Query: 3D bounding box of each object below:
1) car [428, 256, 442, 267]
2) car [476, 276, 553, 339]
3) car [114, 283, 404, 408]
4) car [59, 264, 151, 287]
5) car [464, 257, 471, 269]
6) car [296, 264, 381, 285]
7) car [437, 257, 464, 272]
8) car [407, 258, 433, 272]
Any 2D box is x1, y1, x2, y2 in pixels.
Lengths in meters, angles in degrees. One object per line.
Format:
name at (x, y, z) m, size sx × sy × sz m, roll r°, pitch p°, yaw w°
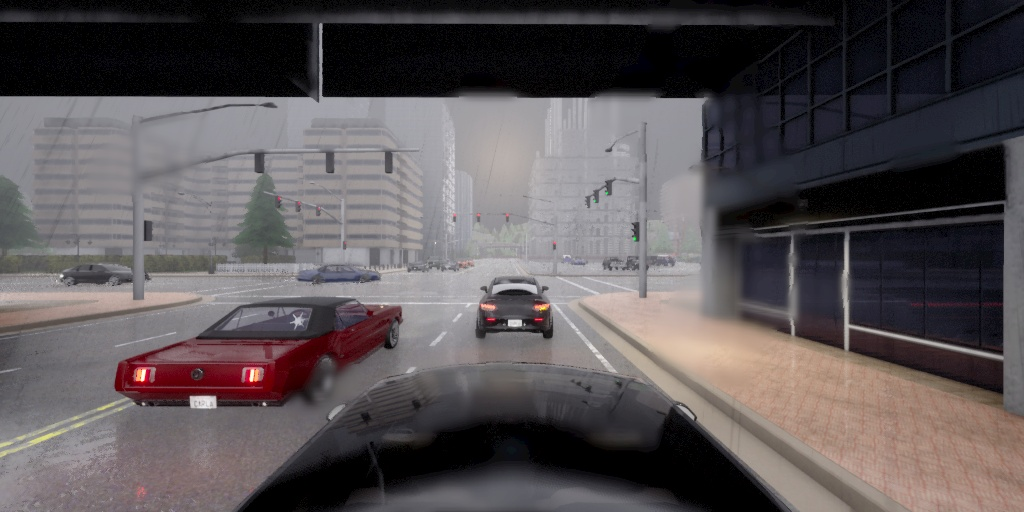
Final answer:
car at (-11.656, 0.971, 53.968) m, size 2.150 × 2.045 × 5.566 m, roll 0°, pitch 0°, yaw -1°
car at (0.071, 1.276, 10.004) m, size 1.812 × 1.442 × 4.674 m, roll 0°, pitch 0°, yaw 0°
car at (-3.440, 1.351, 6.237) m, size 1.895 × 1.301 × 4.718 m, roll 0°, pitch 0°, yaw 0°
car at (-27.454, 1.256, 24.282) m, size 4.892 × 1.490 × 1.837 m, roll 0°, pitch 0°, yaw 0°
car at (-8.173, 1.102, 56.317) m, size 2.097 × 1.767 × 4.553 m, roll 0°, pitch 0°, yaw 0°
car at (-12.256, 1.298, 25.656) m, size 5.357 × 1.411 × 2.033 m, roll 0°, pitch 0°, yaw -19°
car at (-8.107, 1.241, 47.406) m, size 2.128 × 1.511 × 4.902 m, roll 0°, pitch 0°, yaw 0°
car at (-11.582, 1.314, 44.610) m, size 1.994 × 1.385 × 4.181 m, roll 0°, pitch 0°, yaw 0°
